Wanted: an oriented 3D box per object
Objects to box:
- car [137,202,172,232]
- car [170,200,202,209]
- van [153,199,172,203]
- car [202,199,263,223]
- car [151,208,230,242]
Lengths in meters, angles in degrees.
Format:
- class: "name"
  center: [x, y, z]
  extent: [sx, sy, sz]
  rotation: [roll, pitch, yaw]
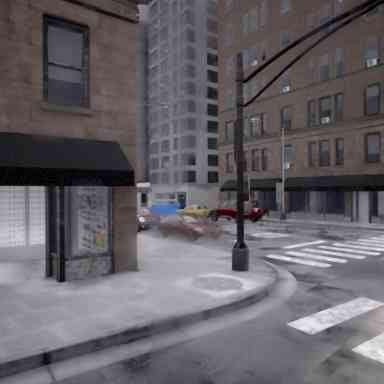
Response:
- class: "car"
  center: [-3.446, 1.705, 22.107]
  extent: [1.967, 1.590, 4.097]
  rotation: [-1, 0, -36]
- class: "car"
  center: [0.158, 1.802, 31.694]
  extent: [1.752, 1.417, 4.829]
  rotation: [-1, 0, -36]
- class: "van"
  center: [-2.963, 1.687, 36.022]
  extent: [1.690, 1.788, 3.998]
  rotation: [-1, 0, -36]
- class: "car"
  center: [3.468, 1.520, 27.088]
  extent: [2.192, 1.841, 5.009]
  rotation: [-1, 0, -36]
- class: "car"
  center: [-0.227, 1.777, 17.639]
  extent: [1.802, 1.307, 4.206]
  rotation: [-1, 0, -36]
